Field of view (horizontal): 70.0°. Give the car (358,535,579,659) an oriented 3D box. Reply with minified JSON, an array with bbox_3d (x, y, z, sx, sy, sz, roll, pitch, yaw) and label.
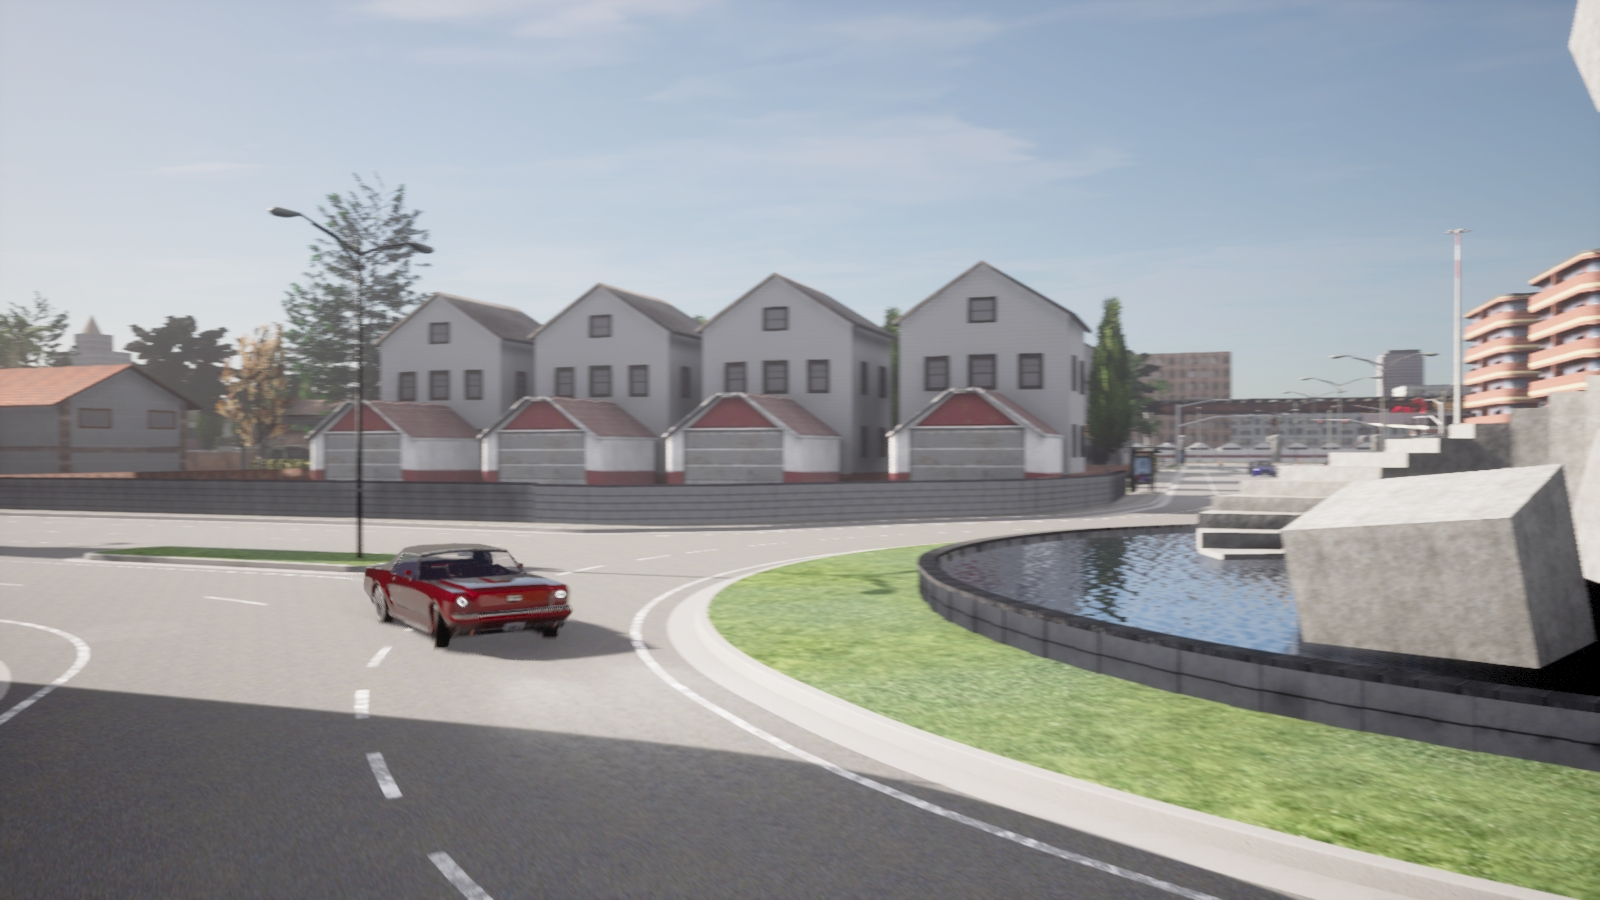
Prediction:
[{"bbox_3d":[-5.324,2.168,17.894,1.895,1.301,4.718,0,0,-35],"label":"car"}]
